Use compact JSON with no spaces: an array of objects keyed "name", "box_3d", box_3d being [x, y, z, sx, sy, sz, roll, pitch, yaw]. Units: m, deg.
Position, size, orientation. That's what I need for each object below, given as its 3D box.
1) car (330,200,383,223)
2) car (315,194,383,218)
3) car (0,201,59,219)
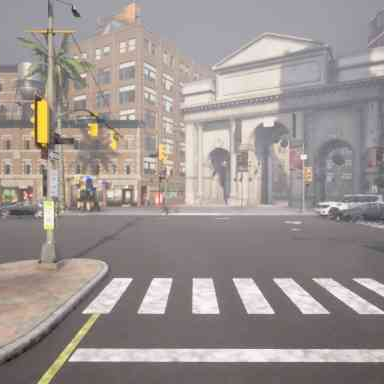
[{"name":"car","box_3d":[13.529,1.547,24.716,5.357,1.411,2.033,0,0,0]},{"name":"car","box_3d":[13.409,1.222,28.215,5.566,2.045,2.150,0,0,0]},{"name":"car","box_3d":[-13.967,1.491,28.441,4.902,1.511,2.128,0,0,0]}]
